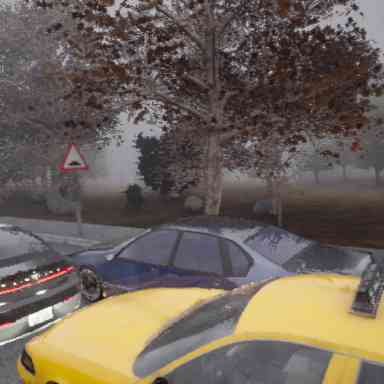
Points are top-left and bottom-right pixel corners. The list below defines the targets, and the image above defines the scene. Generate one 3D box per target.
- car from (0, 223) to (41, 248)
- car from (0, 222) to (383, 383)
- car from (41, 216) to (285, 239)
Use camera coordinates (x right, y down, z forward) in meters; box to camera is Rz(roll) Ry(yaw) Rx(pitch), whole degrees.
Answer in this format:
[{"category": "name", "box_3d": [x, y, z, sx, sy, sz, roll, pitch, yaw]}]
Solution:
[{"category": "car", "box_3d": [-3.889, 1.319, 5.574, 4.892, 1.490, 1.837, 0, 6, 35]}, {"category": "car", "box_3d": [0.843, 1.269, 2.200, 5.366, 1.575, 1.801, 0, 6, 35]}, {"category": "car", "box_3d": [0.071, 1.146, 5.448, 5.357, 1.411, 2.033, 0, 6, 35]}]
